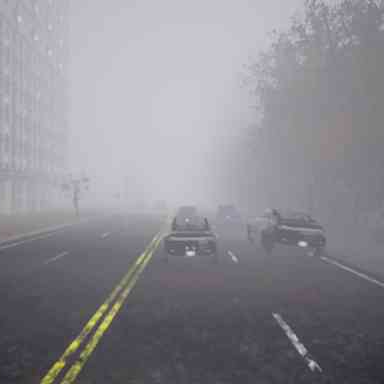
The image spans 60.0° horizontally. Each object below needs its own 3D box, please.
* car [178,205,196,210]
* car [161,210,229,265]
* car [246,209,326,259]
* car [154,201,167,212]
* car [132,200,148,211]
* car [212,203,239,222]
[{"bbox_3d":[-0.403,1.857,27.386,1.837,1.490,4.892,0,0,-1],"label":"car"},{"bbox_3d":[-0.062,1.650,12.337,2.128,1.511,4.902,0,-1,0],"label":"car"},{"bbox_3d":[3.290,1.397,12.339,2.128,1.511,4.902,6,-2,-1],"label":"car"},{"bbox_3d":[-4.785,2.129,50.618,1.882,1.535,5.008,0,-1,-3],"label":"car"},{"bbox_3d":[-8.137,2.029,52.537,2.097,1.767,4.553,0,-1,-3],"label":"car"},{"bbox_3d":[2.829,1.677,28.557,1.882,1.535,5.008,-1,3,-1],"label":"car"}]
